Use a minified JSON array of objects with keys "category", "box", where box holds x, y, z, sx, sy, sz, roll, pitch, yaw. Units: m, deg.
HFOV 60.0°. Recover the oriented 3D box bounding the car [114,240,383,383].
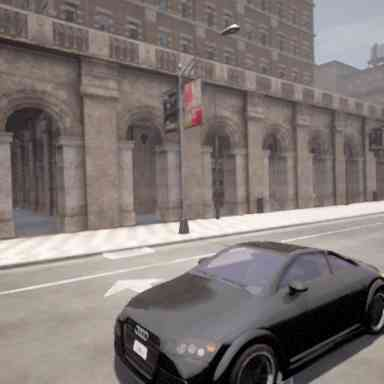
[{"category":"car","box":[1.041,1.457,4.775,4.181,1.385,1.994,-2,1,-36]}]
